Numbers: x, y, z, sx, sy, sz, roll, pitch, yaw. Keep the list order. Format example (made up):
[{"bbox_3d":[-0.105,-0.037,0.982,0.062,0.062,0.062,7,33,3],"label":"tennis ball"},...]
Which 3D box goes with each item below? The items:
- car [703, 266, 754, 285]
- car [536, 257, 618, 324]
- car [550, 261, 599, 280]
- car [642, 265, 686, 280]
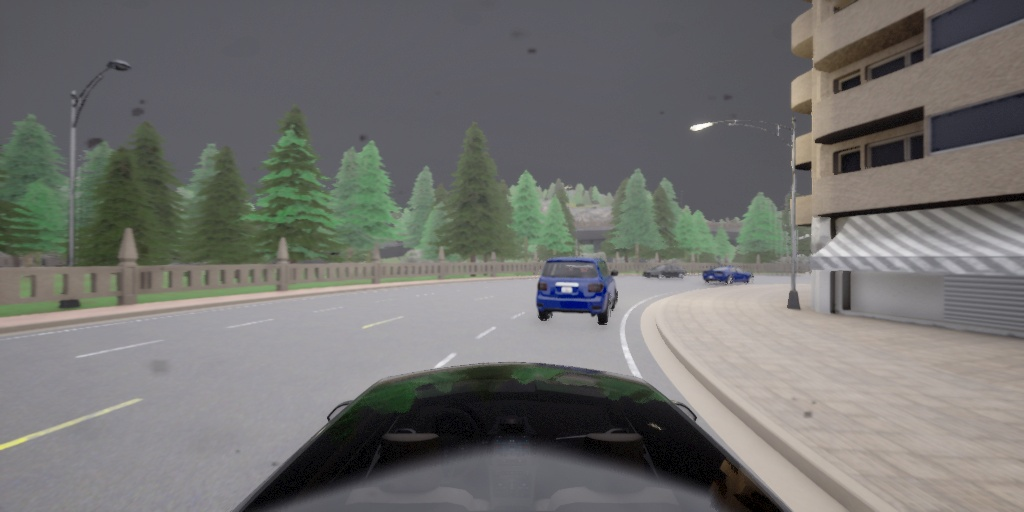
[{"bbox_3d":[18.285,1.579,30.239,5.008,1.535,1.882,1,-1,-29],"label":"car"},{"bbox_3d":[2.459,1.066,12.743,2.150,2.045,5.566,0,0,20],"label":"car"},{"bbox_3d":[6.086,1.366,34.814,4.553,1.767,2.097,1,0,-37],"label":"car"},{"bbox_3d":[15.635,1.625,36.848,4.892,1.490,1.837,1,-1,-25],"label":"car"}]
